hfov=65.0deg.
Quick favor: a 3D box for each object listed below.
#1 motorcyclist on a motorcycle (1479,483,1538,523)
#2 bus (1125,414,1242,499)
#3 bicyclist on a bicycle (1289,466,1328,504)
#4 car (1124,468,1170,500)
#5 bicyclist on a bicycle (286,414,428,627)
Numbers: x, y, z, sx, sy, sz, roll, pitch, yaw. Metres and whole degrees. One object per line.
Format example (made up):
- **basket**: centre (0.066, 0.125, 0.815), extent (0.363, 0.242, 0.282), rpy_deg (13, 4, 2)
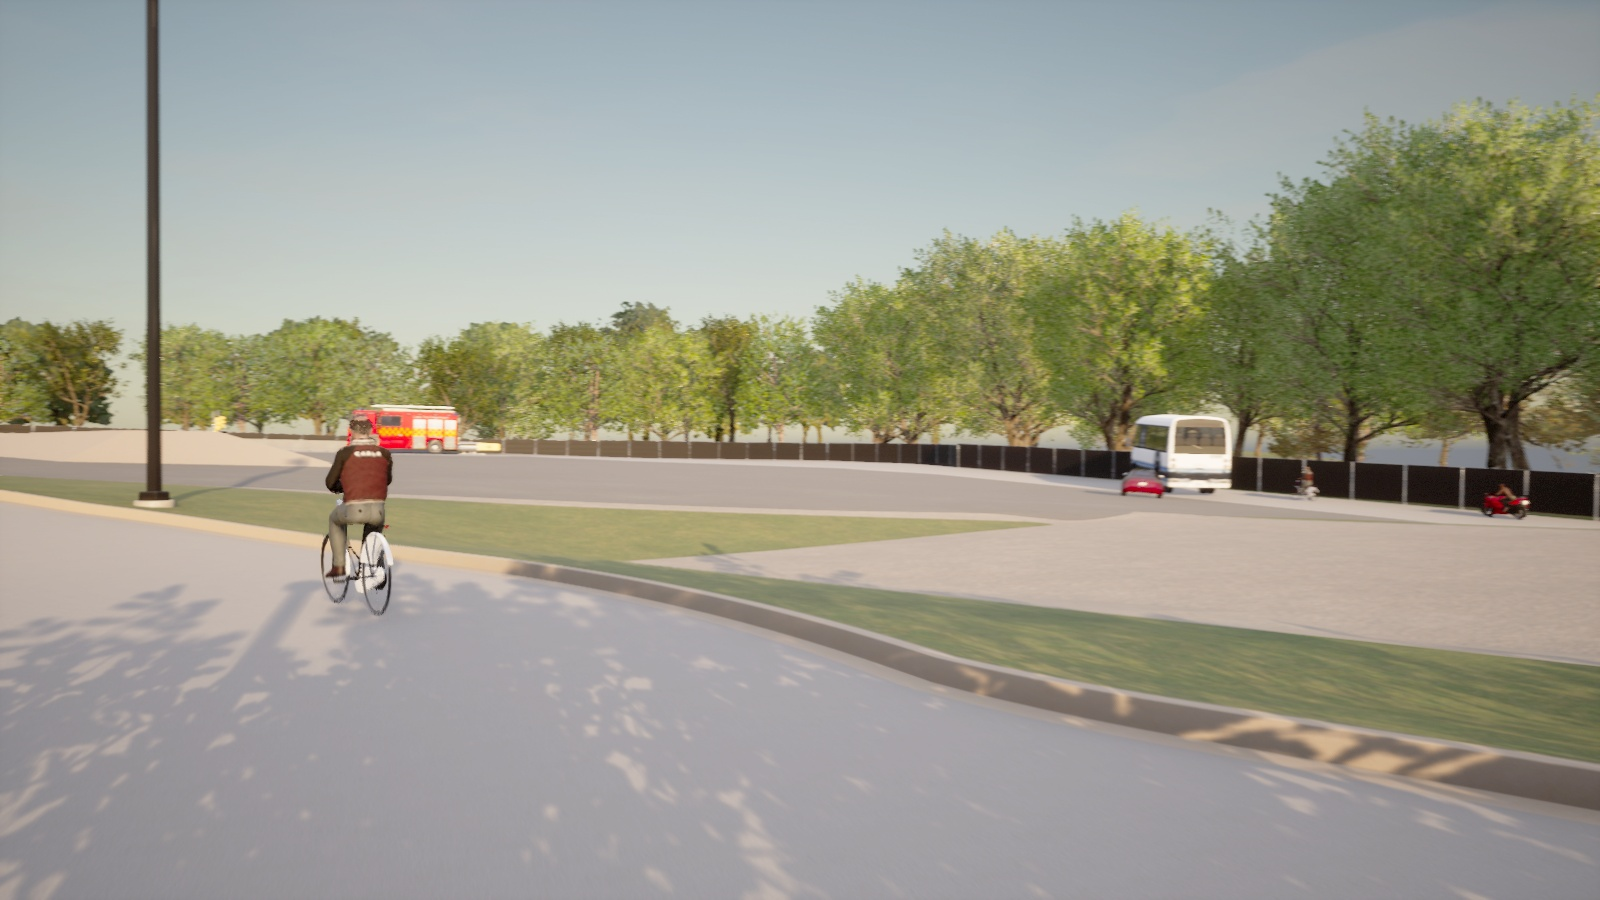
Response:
- **motorcyclist on a motorcycle**: centre (29.985, 2.217, 53.158), extent (0.797, 1.523, 2.044), rpy_deg (0, 2, -27)
- **bus**: centre (21.369, 0.200, 70.715), extent (3.944, 4.253, 10.273), rpy_deg (1, 2, 4)
- **bicyclist on a bicycle**: centre (25.505, 1.738, 62.966), extent (0.659, 1.776, 1.843), rpy_deg (0, 2, -23)
- **car**: centre (17.010, 1.652, 61.601), extent (1.994, 1.385, 4.181), rpy_deg (4, 0, 15)
- **bicyclist on a bicycle**: centre (-4.058, 0.582, 11.428), extent (0.659, 1.776, 1.843), rpy_deg (-1, 1, -38)
